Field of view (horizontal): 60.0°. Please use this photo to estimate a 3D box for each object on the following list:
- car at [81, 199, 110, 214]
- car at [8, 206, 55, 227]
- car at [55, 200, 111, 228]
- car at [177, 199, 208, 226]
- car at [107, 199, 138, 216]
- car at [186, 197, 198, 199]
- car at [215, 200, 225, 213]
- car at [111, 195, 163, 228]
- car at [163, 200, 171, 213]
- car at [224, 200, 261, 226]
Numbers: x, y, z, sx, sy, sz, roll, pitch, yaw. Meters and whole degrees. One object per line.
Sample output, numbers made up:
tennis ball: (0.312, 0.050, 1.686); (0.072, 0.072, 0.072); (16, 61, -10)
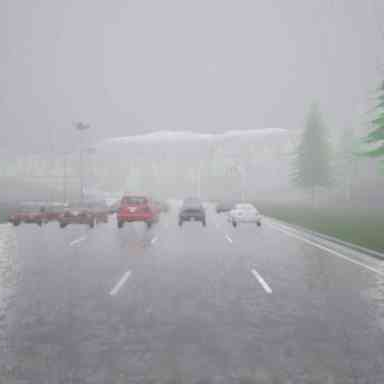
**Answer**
car: (-10.455, 1.539, 36.363); (1.994, 1.385, 4.181); (0, 0, 0)
car: (-10.469, 1.586, 22.830); (1.895, 1.301, 4.718); (0, 0, 0)
car: (-6.976, 1.337, 22.094); (2.097, 1.767, 4.553); (0, 0, 0)
car: (0.039, 1.487, 23.411); (1.837, 1.490, 4.892); (0, 0, 0)
car: (-6.963, 1.524, 33.902); (2.033, 1.411, 5.357); (0, 0, 0)
car: (0.035, 1.327, 36.786); (2.097, 1.767, 4.553); (0, 0, 0)
car: (3.551, 1.537, 35.890); (1.994, 1.385, 4.181); (0, 0, 0)
car: (-3.472, 1.203, 22.147); (2.150, 2.045, 5.566); (0, 0, 0)
car: (-3.456, 1.539, 36.413); (1.994, 1.385, 4.181); (0, 0, 0)
car: (3.532, 1.509, 22.917); (1.812, 1.442, 4.674); (0, 0, 0)
